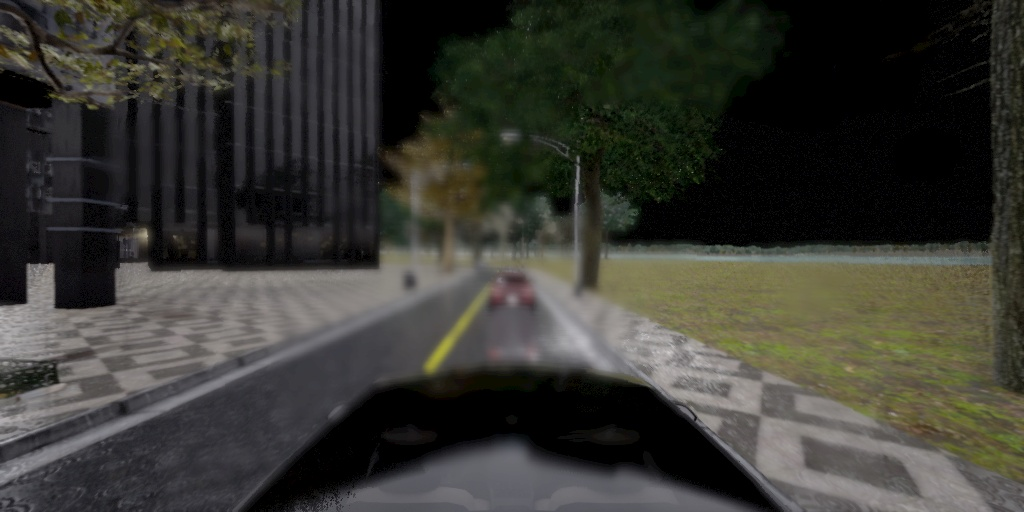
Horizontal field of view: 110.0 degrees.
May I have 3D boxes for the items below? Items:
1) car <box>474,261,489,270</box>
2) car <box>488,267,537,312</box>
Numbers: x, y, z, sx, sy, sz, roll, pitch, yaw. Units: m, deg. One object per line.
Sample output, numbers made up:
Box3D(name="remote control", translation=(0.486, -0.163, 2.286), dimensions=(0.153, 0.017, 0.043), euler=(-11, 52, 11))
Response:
Box3D(name="car", translation=(-5.081, 1.498, 58.920), dimensions=(2.128, 1.511, 4.902), euler=(0, 0, -16))
Box3D(name="car", translation=(0.035, 1.382, 14.850), dimensions=(1.812, 1.442, 4.674), euler=(0, 0, 0))
